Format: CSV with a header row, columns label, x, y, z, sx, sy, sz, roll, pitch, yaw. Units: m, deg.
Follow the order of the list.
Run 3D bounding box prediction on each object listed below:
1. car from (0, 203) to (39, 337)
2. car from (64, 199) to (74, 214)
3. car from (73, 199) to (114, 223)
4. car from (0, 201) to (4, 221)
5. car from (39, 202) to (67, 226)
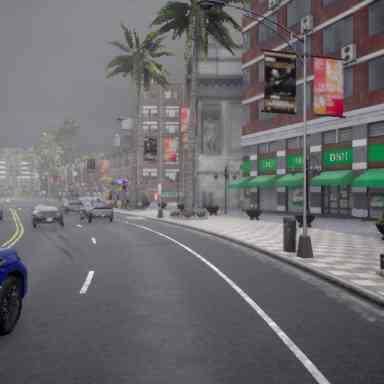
label,x,y,z,sx,sy,sz,roll,pitch,yaw
car,-3.710,1.223,3.406,2.150,2.045,5.566,0,0,-6
car,-12.441,1.495,34.589,2.128,1.511,4.902,0,0,-28
car,-7.492,1.494,25.848,2.128,1.511,4.902,0,0,-29
car,-16.373,1.509,27.104,1.837,1.490,4.892,0,0,-29
car,-9.897,1.527,22.689,1.812,1.442,4.674,0,0,-27
